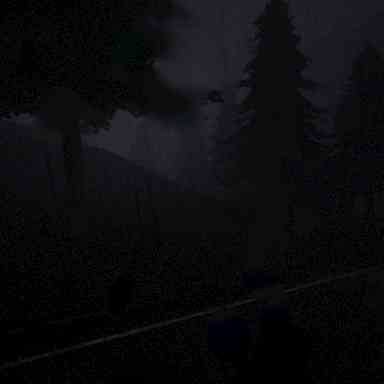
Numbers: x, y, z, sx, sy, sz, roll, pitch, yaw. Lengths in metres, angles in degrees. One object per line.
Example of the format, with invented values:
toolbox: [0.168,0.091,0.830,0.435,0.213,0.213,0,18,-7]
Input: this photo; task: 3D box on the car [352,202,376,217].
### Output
car: [14.083,1.562,30.879,2.033,1.411,5.357,0,0,-31]
